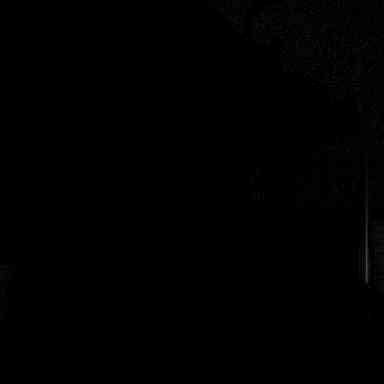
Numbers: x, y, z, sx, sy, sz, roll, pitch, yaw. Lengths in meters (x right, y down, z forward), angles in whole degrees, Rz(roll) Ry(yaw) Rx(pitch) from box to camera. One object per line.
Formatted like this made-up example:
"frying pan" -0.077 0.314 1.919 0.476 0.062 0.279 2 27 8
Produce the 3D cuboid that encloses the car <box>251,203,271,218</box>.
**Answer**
"car" 5.781 1.842 33.688 2.128 1.511 4.902 0 -1 -35
